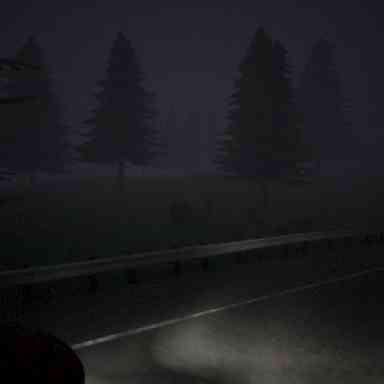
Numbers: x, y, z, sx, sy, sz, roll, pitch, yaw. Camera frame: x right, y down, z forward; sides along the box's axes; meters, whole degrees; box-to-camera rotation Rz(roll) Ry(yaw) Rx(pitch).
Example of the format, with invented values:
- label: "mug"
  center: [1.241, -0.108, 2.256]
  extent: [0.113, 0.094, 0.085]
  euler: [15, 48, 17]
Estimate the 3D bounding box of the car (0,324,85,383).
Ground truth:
- label: "car"
  center: [-3.044, 1.477, 1.525]
  extent: [5.008, 1.535, 1.882]
  euler: [0, 0, -36]
